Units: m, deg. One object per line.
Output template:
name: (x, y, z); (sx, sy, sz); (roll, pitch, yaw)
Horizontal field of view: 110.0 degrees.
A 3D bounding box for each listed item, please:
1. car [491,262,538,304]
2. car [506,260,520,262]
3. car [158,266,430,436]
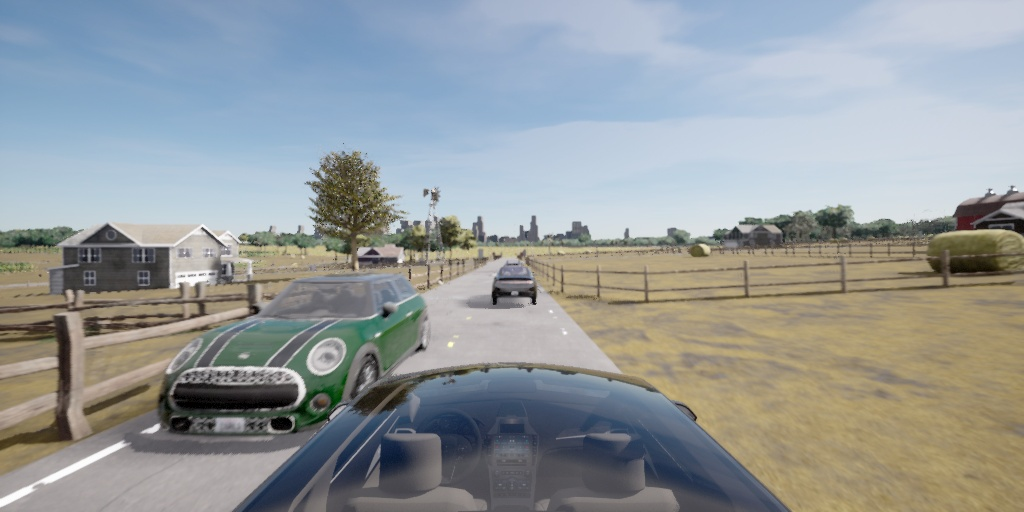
car: (0.101, 1.197, 16.052); (2.128, 1.511, 4.902); (0, 0, 0)
car: (0.103, 1.092, 35.578); (2.128, 1.511, 4.902); (0, 0, 0)
car: (-2.819, 1.093, 5.844); (2.097, 1.767, 4.553); (0, 0, 0)
